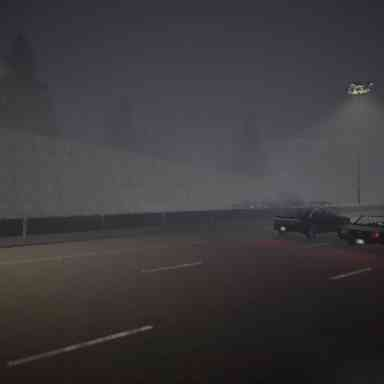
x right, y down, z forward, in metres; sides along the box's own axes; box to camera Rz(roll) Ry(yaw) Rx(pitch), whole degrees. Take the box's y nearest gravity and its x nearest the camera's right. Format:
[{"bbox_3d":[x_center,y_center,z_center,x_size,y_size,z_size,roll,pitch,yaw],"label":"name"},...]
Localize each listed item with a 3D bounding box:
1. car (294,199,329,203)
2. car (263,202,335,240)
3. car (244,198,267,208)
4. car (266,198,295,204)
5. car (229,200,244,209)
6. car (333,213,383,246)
[{"bbox_3d":[13.165,1.557,34.755,4.674,1.442,1.812,0,0,-35],"label":"car"},{"bbox_3d":[6.222,1.492,16.905,4.902,1.511,2.128,0,0,-35],"label":"car"},{"bbox_3d":[9.100,1.517,40.454,4.902,1.511,2.128,0,0,-35],"label":"car"},{"bbox_3d":[11.132,1.509,37.605,5.008,1.535,1.882,0,0,-35],"label":"car"},{"bbox_3d":[7.043,1.652,43.286,4.718,1.301,1.895,0,0,-35],"label":"car"},{"bbox_3d":[8.279,1.613,14.073,4.718,1.301,1.895,0,0,-35],"label":"car"}]
